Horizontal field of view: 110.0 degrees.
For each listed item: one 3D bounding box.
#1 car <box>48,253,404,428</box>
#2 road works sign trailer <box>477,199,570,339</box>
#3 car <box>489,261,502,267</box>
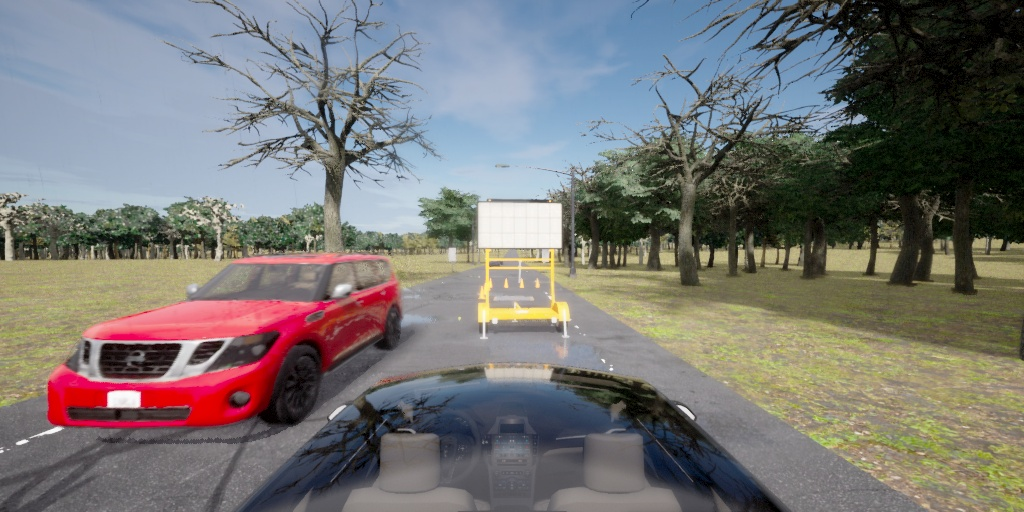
[{"bbox_3d":[-3.569,0.968,6.076,2.150,2.045,5.566,0,0,0],"label":"car"},{"bbox_3d":[0.211,0.212,10.114,2.380,3.560,2.880,0,0,-5],"label":"road works sign trailer"},{"bbox_3d":[-3.229,1.404,63.480,1.994,1.385,4.181,0,0,1],"label":"car"}]
